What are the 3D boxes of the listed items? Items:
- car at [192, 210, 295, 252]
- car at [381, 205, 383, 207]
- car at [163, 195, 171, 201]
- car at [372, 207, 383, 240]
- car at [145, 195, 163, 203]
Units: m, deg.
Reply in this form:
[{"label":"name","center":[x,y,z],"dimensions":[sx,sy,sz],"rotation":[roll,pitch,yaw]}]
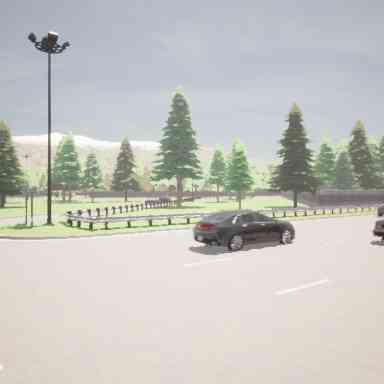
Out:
[{"label":"car","center":[2.279,1.505,13.956],"dimensions":[4.892,1.490,1.837],"rotation":[0,0,-35]},{"label":"car","center":[18.406,1.563,29.724],"dimensions":[4.181,1.385,1.994],"rotation":[0,0,-35]},{"label":"car","center":[-5.645,1.351,69.772],"dimensions":[2.097,1.767,4.553],"rotation":[0,0,5]},{"label":"car","center":[10.504,1.547,15.513],"dimensions":[5.357,1.411,2.033],"rotation":[0,0,-35]},{"label":"car","center":[-6.787,1.601,57.842],"dimensions":[1.895,1.301,4.718],"rotation":[0,0,5]}]
